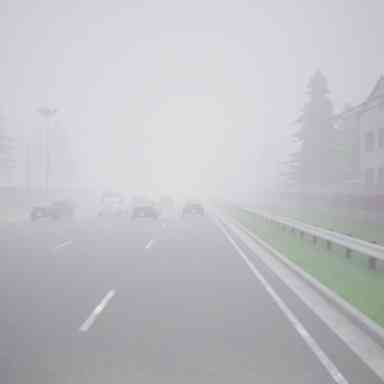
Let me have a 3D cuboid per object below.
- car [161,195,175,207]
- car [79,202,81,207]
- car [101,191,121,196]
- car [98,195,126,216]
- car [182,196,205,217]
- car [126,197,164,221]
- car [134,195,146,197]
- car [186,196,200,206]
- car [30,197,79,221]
[{"bbox_3d":[-3.396,1.171,44.823,2.128,1.511,4.902,0,1,0],"label":"car"},{"bbox_3d":[-13.923,1.285,36.414,2.033,1.411,5.357,0,0,0],"label":"car"},{"bbox_3d":[-10.396,0.910,43.578,2.150,2.045,5.566,0,1,0],"label":"car"},{"bbox_3d":[-6.985,1.312,29.635,1.812,1.442,4.674,0,0,0],"label":"car"},{"bbox_3d":[0.106,1.321,28.593,1.812,1.442,4.674,0,0,0],"label":"car"},{"bbox_3d":[-3.394,1.346,25.028,1.812,1.442,4.674,0,0,0],"label":"car"},{"bbox_3d":[-6.933,1.156,44.854,1.882,1.535,5.008,0,1,0],"label":"car"},{"bbox_3d":[0.111,1.253,48.706,1.895,1.301,4.718,0,0,0],"label":"car"},{"bbox_3d":[-10.394,1.345,24.911,1.812,1.442,4.674,0,0,0],"label":"car"}]
